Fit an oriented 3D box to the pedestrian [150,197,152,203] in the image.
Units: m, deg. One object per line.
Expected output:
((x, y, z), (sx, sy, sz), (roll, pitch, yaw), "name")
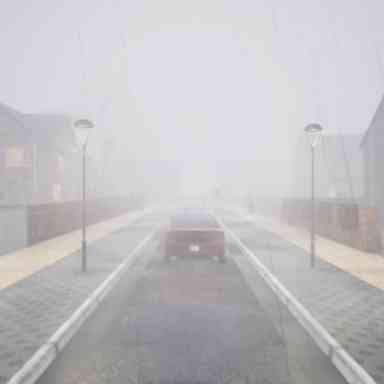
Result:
((-6.769, 1.063, 54.736), (0.375, 1.860, 0.375), (0, -1, 1), "pedestrian")

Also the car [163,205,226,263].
((0.082, 1.417, 11.729), (1.882, 1.535, 5.008), (0, 0, 0), "car")

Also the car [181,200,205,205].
((0.069, 1.384, 26.744), (1.812, 1.442, 4.674), (0, 0, 0), "car")
